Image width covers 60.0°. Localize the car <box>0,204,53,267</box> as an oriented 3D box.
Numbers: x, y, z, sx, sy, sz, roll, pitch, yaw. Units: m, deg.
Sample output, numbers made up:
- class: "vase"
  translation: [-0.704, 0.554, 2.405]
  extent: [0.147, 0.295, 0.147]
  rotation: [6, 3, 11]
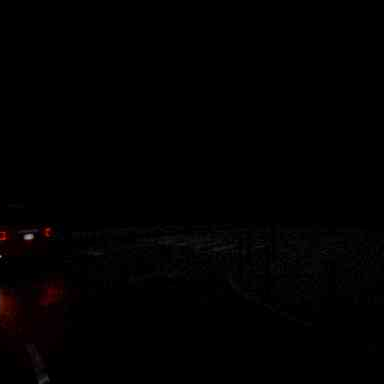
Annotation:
- class: "car"
  translation: [-7.003, 1.385, 10.947]
  extent: [5.566, 2.045, 2.150]
  rotation: [0, -2, 31]
